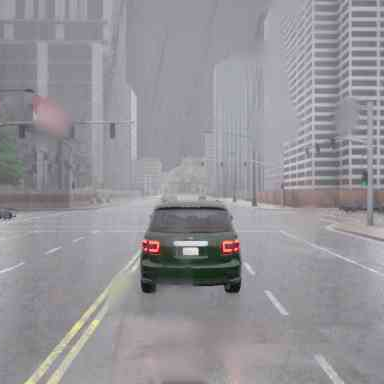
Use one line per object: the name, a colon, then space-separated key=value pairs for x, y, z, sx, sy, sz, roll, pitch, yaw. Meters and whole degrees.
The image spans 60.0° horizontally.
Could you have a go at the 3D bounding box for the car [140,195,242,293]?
car: x=-0.021 y=1.221 z=8.991 sx=2.150 sy=2.045 sz=5.566 roll=0 pitch=0 yaw=0

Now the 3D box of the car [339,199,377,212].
car: x=19.463 y=1.547 z=37.359 sx=5.357 sy=1.411 sz=2.033 roll=0 pitch=0 yaw=-1

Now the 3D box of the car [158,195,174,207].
car: x=-4.030 y=1.352 z=52.249 sx=2.097 sy=1.767 sz=4.553 roll=0 pitch=0 yaw=0

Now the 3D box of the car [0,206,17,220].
car: x=-16.291 y=1.491 z=25.970 sx=4.902 sy=1.511 sz=2.128 roll=0 pitch=0 yaw=2

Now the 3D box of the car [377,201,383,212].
car: x=22.132 y=1.477 z=33.894 sx=5.008 sy=1.535 sz=1.882 roll=0 pitch=0 yaw=-1

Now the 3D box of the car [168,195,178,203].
car: x=-4.110 y=1.500 z=72.176 sx=1.837 sy=1.490 sz=4.892 roll=0 pitch=0 yaw=0

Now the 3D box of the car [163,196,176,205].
car: x=-4.086 y=1.547 z=61.872 sx=2.033 sy=1.411 sz=5.357 roll=0 pitch=0 yaw=0

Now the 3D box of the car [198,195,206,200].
car: x=2.731 y=1.500 z=90.601 sx=1.837 sy=1.490 sz=4.892 roll=0 pitch=0 yaw=0
